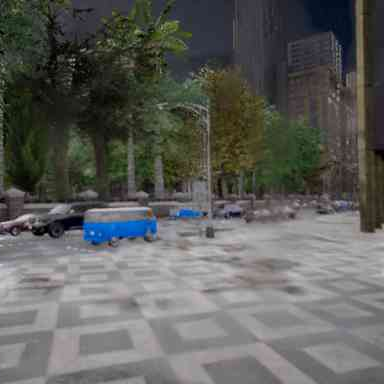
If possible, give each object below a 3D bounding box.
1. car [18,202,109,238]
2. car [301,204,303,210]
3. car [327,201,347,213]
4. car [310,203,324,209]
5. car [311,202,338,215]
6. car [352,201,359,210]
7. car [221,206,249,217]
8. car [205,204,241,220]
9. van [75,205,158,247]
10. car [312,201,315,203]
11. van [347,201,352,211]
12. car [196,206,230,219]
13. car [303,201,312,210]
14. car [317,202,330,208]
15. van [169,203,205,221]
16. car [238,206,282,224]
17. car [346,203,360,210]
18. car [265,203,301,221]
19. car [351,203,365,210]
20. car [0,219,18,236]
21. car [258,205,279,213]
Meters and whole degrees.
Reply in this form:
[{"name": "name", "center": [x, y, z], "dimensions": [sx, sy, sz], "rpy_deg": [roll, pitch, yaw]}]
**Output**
[{"name": "car", "center": [-7.518, 1.667, 21.002], "dimensions": [2.150, 2.045, 5.566], "rpy_deg": [-1, -1, 36]}, {"name": "car", "center": [18.642, 2.726, 61.951], "dimensions": [1.967, 1.590, 4.097], "rpy_deg": [-2, -2, 36]}, {"name": "car", "center": [22.342, 2.380, 52.505], "dimensions": [2.192, 1.841, 5.009], "rpy_deg": [-2, -2, 36]}, {"name": "car", "center": [28.319, 3.116, 75.400], "dimensions": [1.947, 1.339, 4.313], "rpy_deg": [-2, -2, 36]}, {"name": "car", "center": [19.121, 2.540, 48.013], "dimensions": [1.947, 1.339, 4.313], "rpy_deg": [-2, -2, 36]}, {"name": "car", "center": [28.792, 2.558, 61.473], "dimensions": [2.192, 1.841, 5.009], "rpy_deg": [-2, -2, 36]}, {"name": "car", "center": [5.744, 2.507, 44.010], "dimensions": [1.802, 1.307, 4.206], "rpy_deg": [-2, -2, 36]}, {"name": "car", "center": [3.805, 2.120, 36.723], "dimensions": [2.097, 1.767, 4.553], "rpy_deg": [-1, -2, 36]}, {"name": "van", "center": [-3.457, 1.680, 16.631], "dimensions": [1.690, 1.788, 3.998], "rpy_deg": [-2, -2, 36]}, {"name": "car", "center": [25.090, 2.778, 70.925], "dimensions": [2.192, 1.841, 5.009], "rpy_deg": [-2, -2, 36]}, {"name": "van", "center": [25.567, 2.495, 56.988], "dimensions": [1.690, 1.788, 3.998], "rpy_deg": [-2, -2, 36]}, {"name": "car", "center": [2.518, 2.379, 39.527], "dimensions": [1.887, 1.381, 4.507], "rpy_deg": [-2, -2, 36]}, {"name": "car", "center": [21.869, 2.957, 66.431], "dimensions": [1.802, 1.307, 4.206], "rpy_deg": [-2, -2, 36]}, {"name": "car", "center": [31.544, 3.200, 79.885], "dimensions": [1.947, 1.339, 4.313], "rpy_deg": [-2, -2, 36]}, {"name": "van", "center": [-0.710, 2.085, 35.050], "dimensions": [1.690, 1.788, 3.998], "rpy_deg": [-2, -2, 36]}, {"name": "car", "center": [6.222, 2.194, 30.076], "dimensions": [1.802, 1.307, 4.206], "rpy_deg": [-2, -2, 36]}, {"name": "car", "center": [32.022, 2.913, 65.949], "dimensions": [1.802, 1.307, 4.206], "rpy_deg": [-2, -2, 36]}, {"name": "car", "center": [9.444, 2.143, 34.564], "dimensions": [1.967, 1.590, 4.097], "rpy_deg": [-2, -2, 36]}, {"name": "car", "center": [35.247, 2.968, 70.434], "dimensions": [2.008, 1.369, 4.403], "rpy_deg": [-2, -2, 36]}, {"name": "car", "center": [-10.381, 2.052, 21.589], "dimensions": [1.802, 1.307, 4.206], "rpy_deg": [-2, -2, 36]}, {"name": "car", "center": [12.194, 2.688, 52.979], "dimensions": [1.802, 1.307, 4.206], "rpy_deg": [-2, -2, 36]}]
